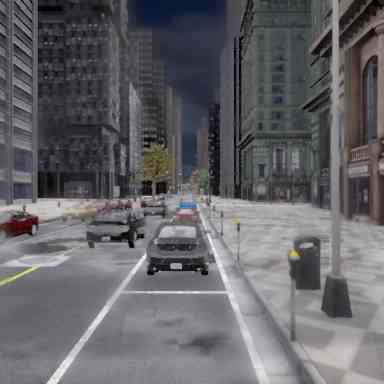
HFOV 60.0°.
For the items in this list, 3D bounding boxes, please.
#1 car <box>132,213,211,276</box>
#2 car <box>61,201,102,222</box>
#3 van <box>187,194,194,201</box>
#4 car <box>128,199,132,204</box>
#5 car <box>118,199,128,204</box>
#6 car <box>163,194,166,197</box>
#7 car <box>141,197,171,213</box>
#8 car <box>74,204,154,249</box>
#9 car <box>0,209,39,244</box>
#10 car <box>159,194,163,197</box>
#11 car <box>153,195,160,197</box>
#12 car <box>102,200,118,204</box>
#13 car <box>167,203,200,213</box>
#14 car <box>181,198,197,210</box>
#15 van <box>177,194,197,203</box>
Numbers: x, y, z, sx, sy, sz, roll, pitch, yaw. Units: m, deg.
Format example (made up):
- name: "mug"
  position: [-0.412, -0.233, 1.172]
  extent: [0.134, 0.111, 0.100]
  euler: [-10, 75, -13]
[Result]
- name: "car"
  position: [-0.372, 1.551, 10.187]
  extent: [2.008, 1.369, 4.403]
  euler: [0, 0, 0]
- name: "car"
  position: [-8.918, 1.527, 26.609]
  extent: [1.752, 1.417, 4.829]
  euler: [0, 0, 0]
- name: "van"
  position: [-0.379, 1.376, 86.847]
  extent: [1.690, 1.788, 3.998]
  euler: [0, 0, 0]
- name: "car"
  position: [-8.921, 1.549, 43.355]
  extent: [1.887, 1.381, 4.507]
  euler: [0, 0, 0]
- name: "car"
  position: [-8.920, 1.548, 37.830]
  extent: [1.887, 1.381, 4.507]
  euler: [0, 0, 0]
- name: "car"
  position: [-8.905, 1.585, 92.029]
  extent: [1.887, 1.381, 4.507]
  euler: [0, 0, 0]
- name: "car"
  position: [-3.145, 1.498, 29.600]
  extent: [2.128, 1.511, 4.902]
  euler: [0, 0, 0]
- name: "car"
  position: [-3.145, 1.496, 14.600]
  extent: [2.128, 1.511, 4.902]
  euler: [0, 0, 0]
- name: "car"
  position: [-8.916, 1.545, 15.728]
  extent: [1.887, 1.381, 4.507]
  euler: [0, 0, 0]
- name: "car"
  position: [-8.911, 1.554, 81.278]
  extent: [1.752, 1.417, 4.829]
  euler: [0, 0, 0]
- name: "car"
  position: [-6.145, 1.519, 47.601]
  extent: [1.882, 1.535, 5.008]
  euler: [0, 0, 0]
- name: "car"
  position: [-8.919, 1.547, 32.304]
  extent: [1.887, 1.381, 4.507]
  euler: [0, 0, 0]
- name: "car"
  position: [-0.370, 1.583, 21.237]
  extent: [1.802, 1.307, 4.206]
  euler: [0, 0, 0]
- name: "car"
  position: [-0.366, 1.549, 43.337]
  extent: [1.887, 1.381, 4.507]
  euler: [0, 0, 0]
- name: "van"
  position: [-0.368, 1.344, 32.287]
  extent: [1.690, 1.788, 3.998]
  euler: [0, 0, 0]
